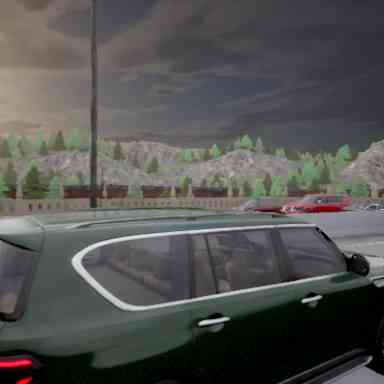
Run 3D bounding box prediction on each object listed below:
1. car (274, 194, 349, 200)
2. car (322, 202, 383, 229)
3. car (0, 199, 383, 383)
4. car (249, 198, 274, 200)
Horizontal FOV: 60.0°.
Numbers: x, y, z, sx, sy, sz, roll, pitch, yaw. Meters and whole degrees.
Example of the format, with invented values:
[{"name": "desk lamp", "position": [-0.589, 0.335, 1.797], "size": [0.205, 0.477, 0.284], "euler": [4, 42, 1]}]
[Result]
[{"name": "car", "position": [9.254, 1.168, 24.619], "size": [5.566, 2.045, 2.150], "euler": [0, 0, -23]}, {"name": "car", "position": [11.153, 1.455, 21.595], "size": [4.902, 1.511, 2.128], "euler": [0, 0, -22]}, {"name": "car", "position": [0.457, 1.208, 3.920], "size": [5.566, 2.045, 2.150], "euler": [0, 0, -34]}, {"name": "car", "position": [5.127, 1.277, 26.542], "size": [4.553, 1.767, 2.097], "euler": [0, 0, -24]}]
